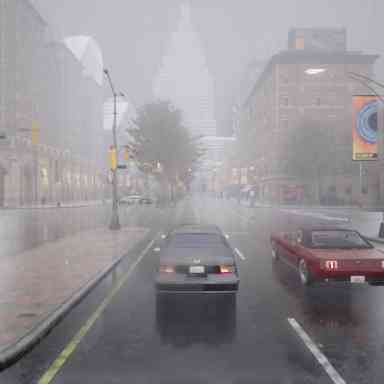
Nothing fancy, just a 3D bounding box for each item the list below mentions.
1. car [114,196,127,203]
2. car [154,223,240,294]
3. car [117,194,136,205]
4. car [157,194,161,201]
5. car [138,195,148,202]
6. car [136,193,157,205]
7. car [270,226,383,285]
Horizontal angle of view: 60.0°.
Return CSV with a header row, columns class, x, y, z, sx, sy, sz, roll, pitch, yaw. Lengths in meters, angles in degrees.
class,x,y,z,sx,sy,sz,roll,pitch,yaw
car,-14.822,1.595,69.185,1.895,1.301,4.718,0,0,0
car,0.092,1.547,8.938,2.033,1.411,5.357,0,0,0
car,-11.618,1.526,58.918,1.812,1.442,4.674,0,0,0
car,-8.072,1.526,68.976,1.812,1.442,4.674,0,0,0
car,-11.583,1.524,79.198,1.812,1.442,4.674,0,0,0
car,-8.119,1.491,59.208,2.128,1.511,4.902,0,0,0
car,3.591,1.601,9.421,1.895,1.301,4.718,0,0,0
